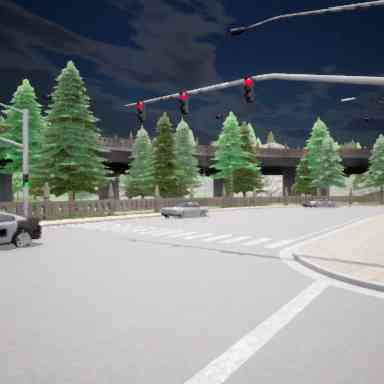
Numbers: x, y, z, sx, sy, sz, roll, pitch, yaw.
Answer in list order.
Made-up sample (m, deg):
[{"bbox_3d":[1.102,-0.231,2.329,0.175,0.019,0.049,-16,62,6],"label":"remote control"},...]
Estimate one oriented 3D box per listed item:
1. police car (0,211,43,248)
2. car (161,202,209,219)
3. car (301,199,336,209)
[{"bbox_3d":[-8.317,1.396,12.385,1.930,1.638,5.238,0,0,37],"label":"police car"},{"bbox_3d":[-0.570,1.576,28.775,1.895,1.301,4.718,0,0,37],"label":"car"},{"bbox_3d":[17.472,1.570,45.985,4.718,1.301,1.895,0,0,-26],"label":"car"}]
